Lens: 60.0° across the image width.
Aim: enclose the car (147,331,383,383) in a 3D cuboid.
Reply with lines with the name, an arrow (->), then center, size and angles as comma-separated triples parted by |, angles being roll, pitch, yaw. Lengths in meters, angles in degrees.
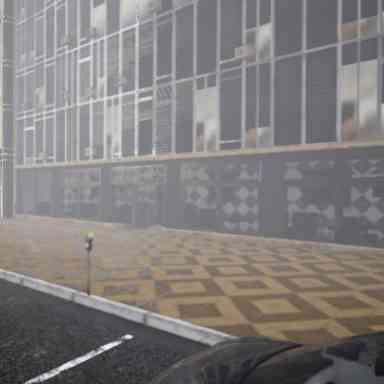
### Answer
car -> 1.483, 1.567, 1.812 | 4.313, 1.339, 1.947 | 0, 0, 35
